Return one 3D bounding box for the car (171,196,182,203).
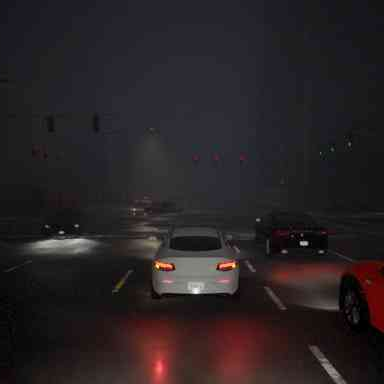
[{"bbox_3d":[-3.304,1.540,71.039,2.033,1.411,5.357,0,0,1],"label":"car"}]

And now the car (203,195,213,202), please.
[{"bbox_3d":[3.771,1.478,75.401,1.882,1.535,5.008,0,0,1],"label":"car"}]

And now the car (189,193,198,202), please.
[{"bbox_3d":[0.329,1.591,79.257,1.895,1.301,4.718,0,0,1],"label":"car"}]

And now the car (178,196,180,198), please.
[{"bbox_3d":[-3.544,1.505,60.444,1.837,1.490,4.892,0,0,1],"label":"car"}]

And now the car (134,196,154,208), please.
[{"bbox_3d":[-7.240,1.478,48.823,1.882,1.535,5.008,0,0,1],"label":"car"}]

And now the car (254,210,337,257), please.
[{"bbox_3d":[3.647,1.478,13.005,1.882,1.535,5.008,0,0,2],"label":"car"}]

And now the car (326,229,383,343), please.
[{"bbox_3d":[3.601,1.352,3.966,2.097,1.767,4.553,0,0,0],"label":"car"}]

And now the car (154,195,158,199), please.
[{"bbox_3d":[-7.093,1.491,58.090,2.128,1.511,4.902,0,0,1],"label":"car"}]

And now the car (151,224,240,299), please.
[{"bbox_3d":[0.062,1.526,8.295,1.812,1.442,4.674,0,0,0],"label":"car"}]

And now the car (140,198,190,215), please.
[{"bbox_3d":[-2.671,1.601,34.032,1.895,1.301,4.718,0,0,37],"label":"car"}]

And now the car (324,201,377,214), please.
[{"bbox_3d":[16.411,1.601,34.676,4.718,1.301,1.895,0,0,0],"label":"car"}]

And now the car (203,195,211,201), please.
[{"bbox_3d":[3.990,1.478,89.260,1.882,1.535,5.008,0,0,1],"label":"car"}]

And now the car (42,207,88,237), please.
[{"bbox_3d":[-6.826,1.547,18.495,2.033,1.411,5.357,0,0,-13],"label":"car"}]

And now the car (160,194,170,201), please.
[{"bbox_3d":[-6.635,1.269,81.571,2.097,1.767,4.553,0,0,1],"label":"car"}]

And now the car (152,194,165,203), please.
[{"bbox_3d":[-6.862,1.353,68.150,2.097,1.767,4.553,0,0,1],"label":"car"}]

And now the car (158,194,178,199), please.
[{"bbox_3d":[-3.704,1.478,51.217,1.882,1.535,5.008,0,0,1],"label":"car"}]
